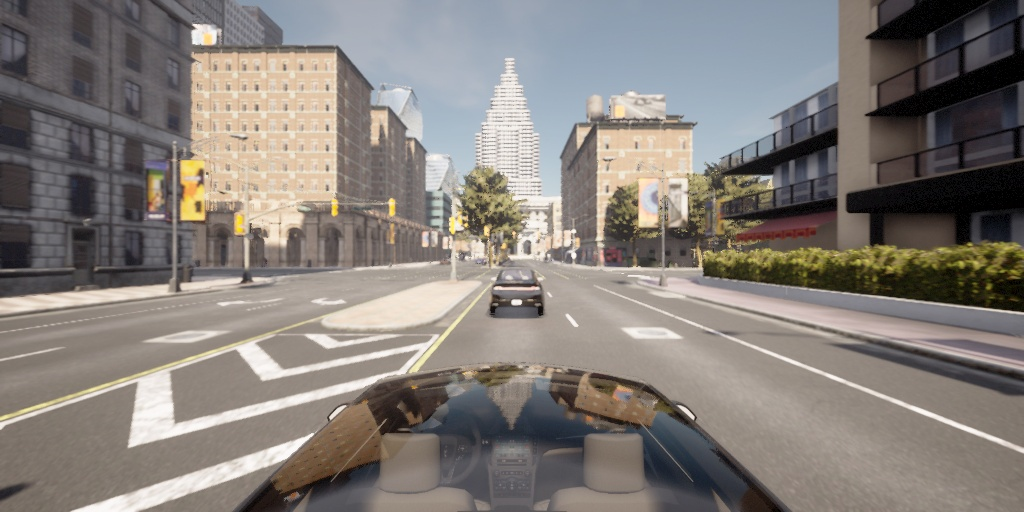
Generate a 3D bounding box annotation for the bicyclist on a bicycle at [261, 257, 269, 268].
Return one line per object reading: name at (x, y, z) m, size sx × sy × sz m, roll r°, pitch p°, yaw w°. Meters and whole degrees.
bicyclist on a bicycle at (-36.731, 0.931, 53.283) m, size 0.582 × 1.620 × 1.656 m, roll 0°, pitch 0°, yaw 0°

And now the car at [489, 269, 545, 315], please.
car at (0.188, 1.224, 13.513) m, size 2.128 × 1.511 × 4.902 m, roll 0°, pitch 0°, yaw 1°
